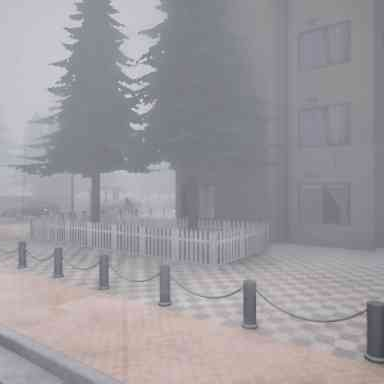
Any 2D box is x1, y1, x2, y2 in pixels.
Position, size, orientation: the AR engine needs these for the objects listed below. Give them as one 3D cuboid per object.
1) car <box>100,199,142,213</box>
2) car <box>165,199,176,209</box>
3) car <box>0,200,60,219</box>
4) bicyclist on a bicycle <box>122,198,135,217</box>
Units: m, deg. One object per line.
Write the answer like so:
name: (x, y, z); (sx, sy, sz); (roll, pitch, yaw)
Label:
car: (-7.823, 1.471, 36.943); (1.882, 1.535, 5.008); (0, 0, 37)
car: (-1.611, 1.519, 45.073); (1.812, 1.442, 4.674); (0, 0, 37)
car: (-13.949, 1.485, 28.889); (2.128, 1.511, 4.902); (0, 0, 37)
bicyclist on a bicycle: (-5.343, 1.292, 27.847); (1.656, 1.620, 0.582); (0, 0, 37)
